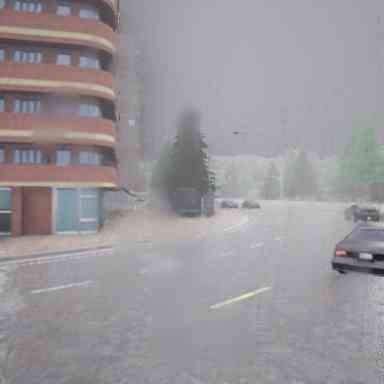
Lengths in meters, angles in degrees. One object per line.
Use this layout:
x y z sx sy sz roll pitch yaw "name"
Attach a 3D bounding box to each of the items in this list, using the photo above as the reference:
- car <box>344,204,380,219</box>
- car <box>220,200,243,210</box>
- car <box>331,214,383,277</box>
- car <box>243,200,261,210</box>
13.995 1.740 27.572 1.837 1.490 4.892 0 0 13 "car"
5.756 1.962 51.174 1.837 1.490 4.892 0 -1 -11 "car"
5.826 1.634 10.124 2.033 1.411 5.357 0 -1 39 "car"
9.188 1.964 51.862 1.837 1.490 4.892 0 -1 -11 "car"
